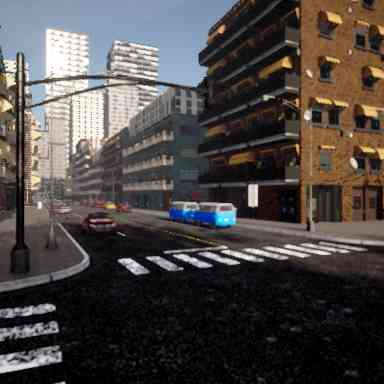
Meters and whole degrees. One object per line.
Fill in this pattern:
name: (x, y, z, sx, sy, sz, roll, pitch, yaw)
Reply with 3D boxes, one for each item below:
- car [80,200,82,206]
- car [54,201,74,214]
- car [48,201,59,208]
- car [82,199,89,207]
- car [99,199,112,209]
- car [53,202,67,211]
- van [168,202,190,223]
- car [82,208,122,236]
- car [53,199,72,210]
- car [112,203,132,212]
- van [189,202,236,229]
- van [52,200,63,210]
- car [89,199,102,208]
car: (-29.201, 2.813, 90.606, 2.192, 1.841, 5.009, -1, -1, -25)
car: (-17.808, 2.373, 46.496, 1.802, 1.307, 4.206, -1, -1, -25)
car: (-32.068, 2.862, 76.930, 2.008, 1.369, 4.403, -1, -1, -25)
car: (-24.460, 2.639, 80.455, 2.192, 1.841, 5.009, -1, -1, -25)
car: (-15.047, 2.505, 60.307, 1.752, 1.417, 4.829, -1, -1, -25)
car: (-22.549, 2.515, 56.646, 2.008, 1.369, 4.403, -1, -1, -25)
van: (-0.755, 1.799, 29.704, 1.690, 1.788, 3.998, -1, -1, -25)
car: (-5.955, 1.941, 21.120, 1.802, 1.307, 4.206, -1, -1, -25)
car: (-20.181, 2.318, 51.572, 1.967, 1.590, 4.097, -1, -1, -25)
car: (-10.233, 2.385, 50.002, 1.802, 1.307, 4.206, -1, -1, -25)
van: (1.615, 1.712, 24.628, 1.690, 1.788, 3.998, -1, -1, -25)
van: (-24.923, 2.392, 61.723, 1.690, 1.788, 3.998, -1, -1, -25)
car: (-19.719, 2.465, 70.305, 2.192, 1.841, 5.009, -1, -1, -25)
